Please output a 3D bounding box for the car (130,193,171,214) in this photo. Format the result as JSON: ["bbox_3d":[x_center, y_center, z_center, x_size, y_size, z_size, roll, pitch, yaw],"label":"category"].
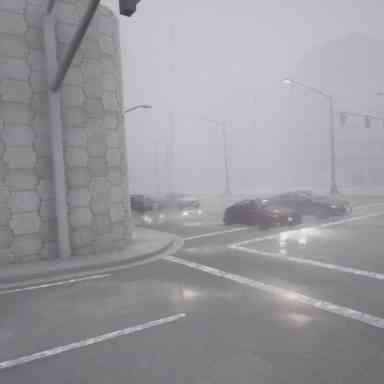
[{"bbox_3d":[-4.204,0.934,27.550,2.128,1.511,4.902,-5,3,-35],"label":"car"}]

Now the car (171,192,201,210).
[{"bbox_3d":[-1.165,0.734,29.302,1.812,1.442,4.674,-5,3,-35],"label":"car"}]

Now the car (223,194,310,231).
[{"bbox_3d":[3.358,1.022,16.518,1.994,1.385,4.181,-4,3,-31],"label":"car"}]

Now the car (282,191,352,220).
[{"bbox_3d":[6.438,0.687,18.938,2.128,1.511,4.902,-5,3,-40],"label":"car"}]
